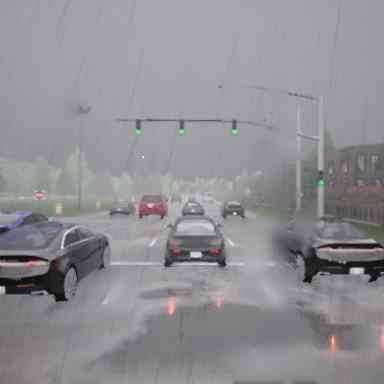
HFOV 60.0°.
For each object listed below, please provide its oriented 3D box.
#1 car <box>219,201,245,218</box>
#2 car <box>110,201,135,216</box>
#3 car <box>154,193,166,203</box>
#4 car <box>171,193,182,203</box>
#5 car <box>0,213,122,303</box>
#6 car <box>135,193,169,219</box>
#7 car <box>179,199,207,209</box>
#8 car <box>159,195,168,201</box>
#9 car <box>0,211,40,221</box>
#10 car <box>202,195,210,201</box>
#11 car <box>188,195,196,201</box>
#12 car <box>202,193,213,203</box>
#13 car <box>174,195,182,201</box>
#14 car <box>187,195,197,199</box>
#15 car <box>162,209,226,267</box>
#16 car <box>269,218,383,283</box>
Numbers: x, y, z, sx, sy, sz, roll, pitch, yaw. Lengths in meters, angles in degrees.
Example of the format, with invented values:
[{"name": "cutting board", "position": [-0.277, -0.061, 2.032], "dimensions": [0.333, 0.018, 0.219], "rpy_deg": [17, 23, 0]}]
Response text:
[{"name": "car", "position": [3.605, 1.546, 30.353], "dimensions": [1.837, 1.490, 4.892], "rpy_deg": [0, 0, 0]}, {"name": "car", "position": [-6.897, 1.609, 33.425], "dimensions": [1.994, 1.385, 4.181], "rpy_deg": [0, 0, 0]}, {"name": "car", "position": [-6.993, 1.316, 72.790], "dimensions": [2.150, 2.045, 5.566], "rpy_deg": [0, 0, 0]}, {"name": "car", "position": [-3.493, 1.316, 72.789], "dimensions": [2.150, 2.045, 5.566], "rpy_deg": [0, 0, 0]}, {"name": "car", "position": [-3.398, 1.503, 8.238], "dimensions": [2.128, 1.511, 4.902], "rpy_deg": [0, 0, 0]}, {"name": "car", "position": [-3.397, 1.262, 29.832], "dimensions": [2.150, 2.045, 5.566], "rpy_deg": [0, 0, 0]}, {"name": "car", "position": [0.104, 1.606, 30.966], "dimensions": [1.994, 1.385, 4.181], "rpy_deg": [0, 0, 0]}, {"name": "car", "position": [-6.992, 1.445, 83.180], "dimensions": [1.837, 1.490, 4.892], "rpy_deg": [0, 0, 0]}, {"name": "car", "position": [-6.898, 1.496, 13.380], "dimensions": [1.882, 1.535, 5.008], "rpy_deg": [0, 0, 0]}, {"name": "car", "position": [3.508, 1.445, 83.179], "dimensions": [1.837, 1.490, 4.892], "rpy_deg": [0, 0, 0]}, {"name": "car", "position": [0.008, 1.445, 83.179], "dimensions": [1.837, 1.490, 4.892], "rpy_deg": [0, 0, 0]}, {"name": "car", "position": [3.507, 1.316, 72.789], "dimensions": [2.150, 2.045, 5.566], "rpy_deg": [0, 0, 0]}, {"name": "car", "position": [-3.492, 1.498, 83.179], "dimensions": [1.994, 1.385, 4.181], "rpy_deg": [0, 0, 0]}, {"name": "car", "position": [0.007, 1.630, 72.759], "dimensions": [2.033, 1.411, 5.357], "rpy_deg": [0, 0, 0]}, {"name": "car", "position": [0.103, 1.541, 11.383], "dimensions": [1.812, 1.442, 4.674], "rpy_deg": [0, 0, 0]}, {"name": "car", "position": [3.602, 1.507, 9.686], "dimensions": [2.128, 1.511, 4.902], "rpy_deg": [0, 0, 0]}]
